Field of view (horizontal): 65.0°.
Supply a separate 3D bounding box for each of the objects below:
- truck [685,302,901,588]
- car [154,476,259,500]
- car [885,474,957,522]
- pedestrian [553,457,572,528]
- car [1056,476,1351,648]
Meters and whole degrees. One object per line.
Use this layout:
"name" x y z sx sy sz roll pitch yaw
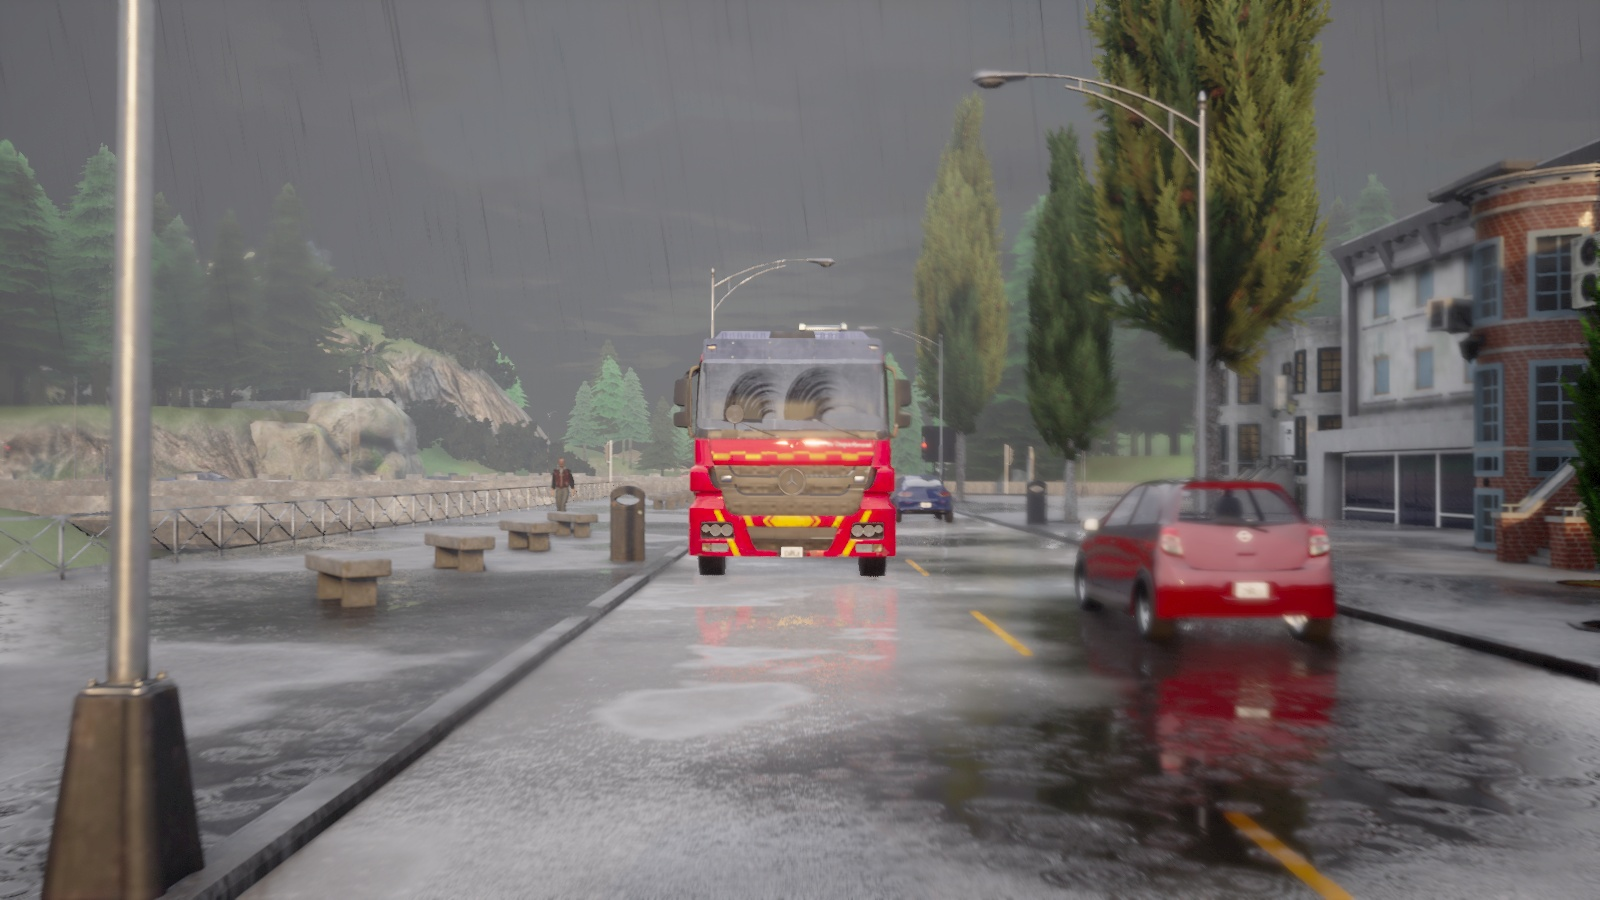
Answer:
"truck" -0.104 0.003 21.065 2.891 3.827 8.468 0 -1 0
"car" -35.814 2.276 75.855 5.357 1.411 2.033 0 -1 0
"car" 3.823 1.502 40.368 1.812 1.442 4.674 0 -1 0
"pedestrian" -6.241 1.103 33.026 0.376 1.854 0.720 0 -1 -1
"car" 3.940 1.030 12.929 1.845 1.501 3.633 0 -1 0
